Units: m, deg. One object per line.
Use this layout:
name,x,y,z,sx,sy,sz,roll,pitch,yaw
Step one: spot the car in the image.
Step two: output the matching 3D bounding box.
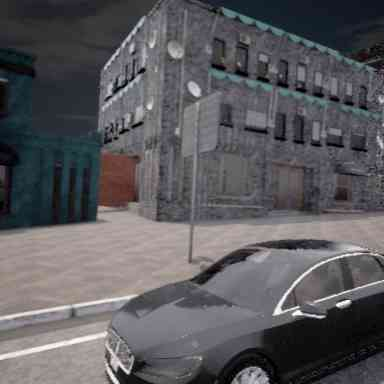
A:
car,1.316,1.471,4.551,4.892,1.490,1.837,0,0,-31
